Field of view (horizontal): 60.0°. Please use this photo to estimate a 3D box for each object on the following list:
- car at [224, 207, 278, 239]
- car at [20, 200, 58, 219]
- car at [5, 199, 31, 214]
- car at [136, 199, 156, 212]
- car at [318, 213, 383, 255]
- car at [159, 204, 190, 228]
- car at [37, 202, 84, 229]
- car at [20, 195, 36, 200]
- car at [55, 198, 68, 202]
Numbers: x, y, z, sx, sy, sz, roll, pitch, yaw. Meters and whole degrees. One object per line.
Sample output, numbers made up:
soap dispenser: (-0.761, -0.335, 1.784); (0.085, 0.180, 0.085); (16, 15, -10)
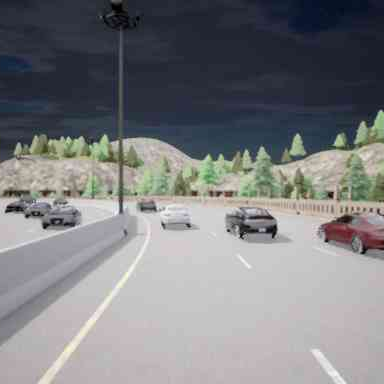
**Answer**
car: (2.948, 1.524, 17.469); (2.128, 1.511, 4.902); (0, 0, -6)
car: (-13.644, 1.652, 29.920); (1.994, 1.385, 4.181); (0, 0, -15)
car: (-19.606, 1.737, 37.300); (1.895, 1.301, 4.718); (0, 0, -21)
car: (-5.595, 1.607, 40.060); (2.128, 1.511, 4.902); (0, 0, -19)
car: (6.793, 1.548, 13.347); (1.812, 1.442, 4.674); (0, 0, -3)
car: (-1.254, 1.574, 22.737); (1.812, 1.442, 4.674); (0, 0, -9)
car: (-8.396, 1.615, 21.872); (1.994, 1.385, 4.181); (0, 0, -10)
car: (-32.441, 1.535, 65.762); (2.150, 2.045, 5.566); (0, 0, -39)
car: (-23.648, 1.778, 60.151); (1.837, 1.490, 4.892); (0, -1, -34)
